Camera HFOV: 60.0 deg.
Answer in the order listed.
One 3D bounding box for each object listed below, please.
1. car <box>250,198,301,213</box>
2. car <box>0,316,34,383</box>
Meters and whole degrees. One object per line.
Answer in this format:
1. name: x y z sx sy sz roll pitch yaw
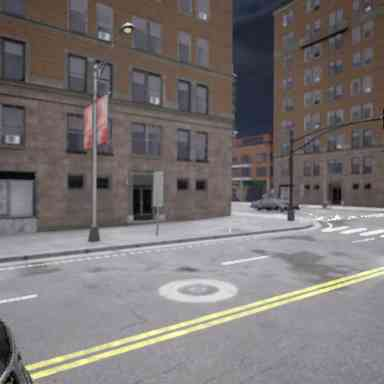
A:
1. car: 8.281 1.299 33.651 2.033 1.411 5.357 1 0 -35
2. car: -3.497 1.235 0.982 5.566 2.045 2.150 -1 0 -35
